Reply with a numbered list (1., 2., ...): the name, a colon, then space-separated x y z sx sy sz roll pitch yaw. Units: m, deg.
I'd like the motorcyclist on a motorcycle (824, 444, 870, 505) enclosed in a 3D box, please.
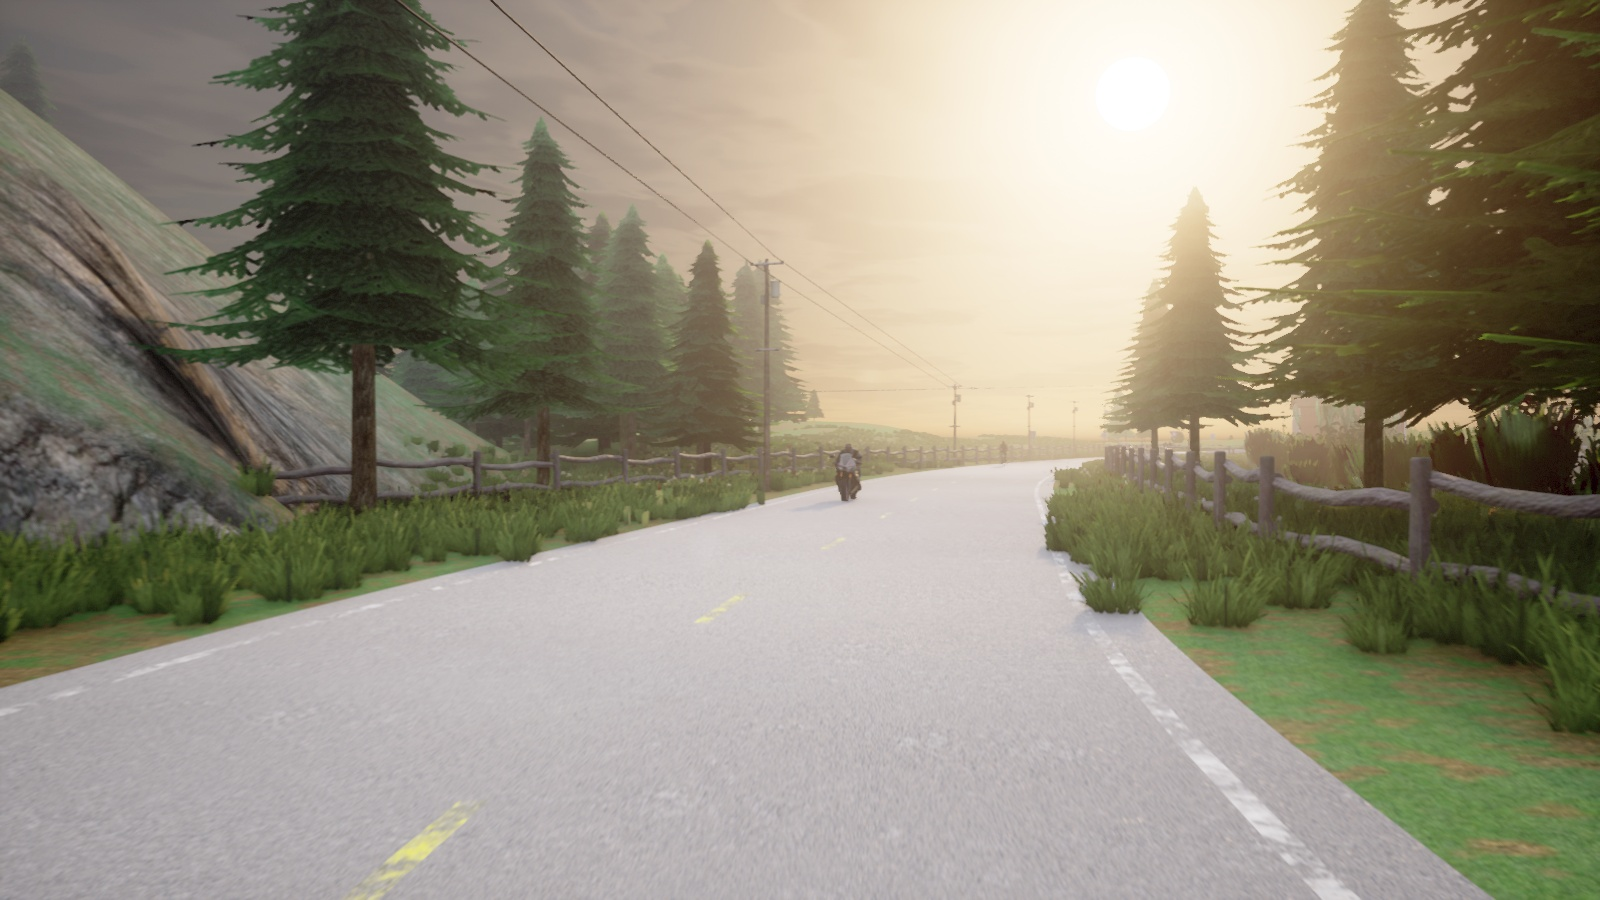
1. motorcyclist on a motorcycle: 1.225 0.601 32.233 0.866 1.530 2.191 0 0 10
